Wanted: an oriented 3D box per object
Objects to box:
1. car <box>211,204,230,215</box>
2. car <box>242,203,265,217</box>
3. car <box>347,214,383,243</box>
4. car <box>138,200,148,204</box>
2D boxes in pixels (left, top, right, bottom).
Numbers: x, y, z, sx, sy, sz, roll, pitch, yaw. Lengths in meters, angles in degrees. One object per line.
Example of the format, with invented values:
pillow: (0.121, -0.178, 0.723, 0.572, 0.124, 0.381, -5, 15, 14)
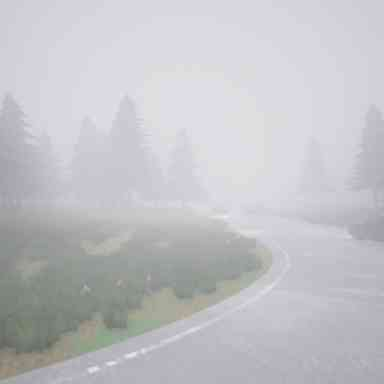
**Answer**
car: (3.608, 2.289, 43.190, 1.994, 1.385, 4.181, -1, -1, -4)
car: (7.249, 2.088, 39.530, 2.128, 1.511, 4.902, -1, -1, -4)
car: (9.032, 1.676, 14.867, 2.033, 1.411, 5.357, -1, -1, -1)
car: (-13.778, 3.122, 92.767, 1.905, 1.878, 3.866, 0, -1, -35)
